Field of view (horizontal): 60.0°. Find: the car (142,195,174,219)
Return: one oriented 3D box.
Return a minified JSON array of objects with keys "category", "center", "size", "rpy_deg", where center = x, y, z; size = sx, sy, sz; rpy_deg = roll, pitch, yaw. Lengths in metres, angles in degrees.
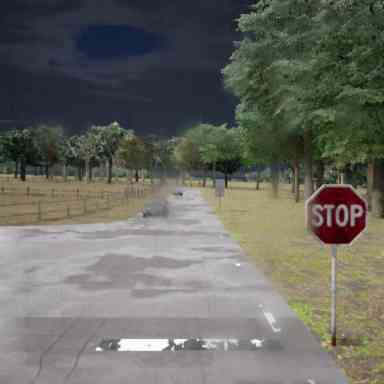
[{"category":"car","center":[-2.702,1.217,25.913],"size":[1.837,1.490,4.892],"rpy_deg":[0,2,0]}]

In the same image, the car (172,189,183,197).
[{"category":"car","center":[-2.635,0.169,61.947],"size":[1.895,1.301,4.718],"rpy_deg":[0,2,0]}]
